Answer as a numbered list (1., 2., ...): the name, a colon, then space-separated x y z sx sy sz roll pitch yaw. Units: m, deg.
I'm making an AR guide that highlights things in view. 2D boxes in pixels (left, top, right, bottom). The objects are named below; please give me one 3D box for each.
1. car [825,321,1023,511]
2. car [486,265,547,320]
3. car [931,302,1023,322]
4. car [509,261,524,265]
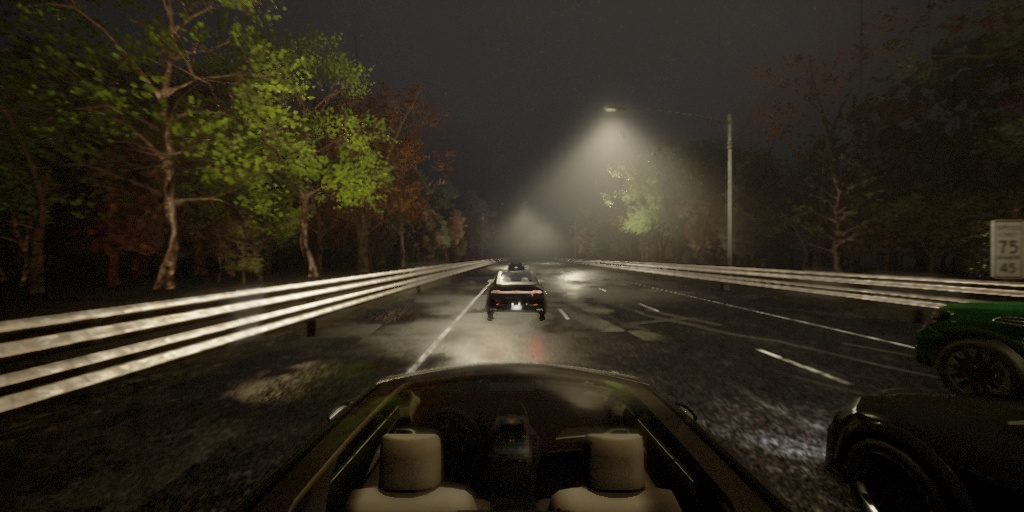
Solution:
1. car: 3.606 1.314 1.238 1.994 1.385 4.181 0 0 0
2. car: 0.141 1.241 12.566 2.128 1.511 4.902 0 0 0
3. car: 7.104 0.972 2.924 2.150 2.045 5.566 0 0 0
4. car: 0.541 1.309 43.390 1.994 1.385 4.181 0 0 1
